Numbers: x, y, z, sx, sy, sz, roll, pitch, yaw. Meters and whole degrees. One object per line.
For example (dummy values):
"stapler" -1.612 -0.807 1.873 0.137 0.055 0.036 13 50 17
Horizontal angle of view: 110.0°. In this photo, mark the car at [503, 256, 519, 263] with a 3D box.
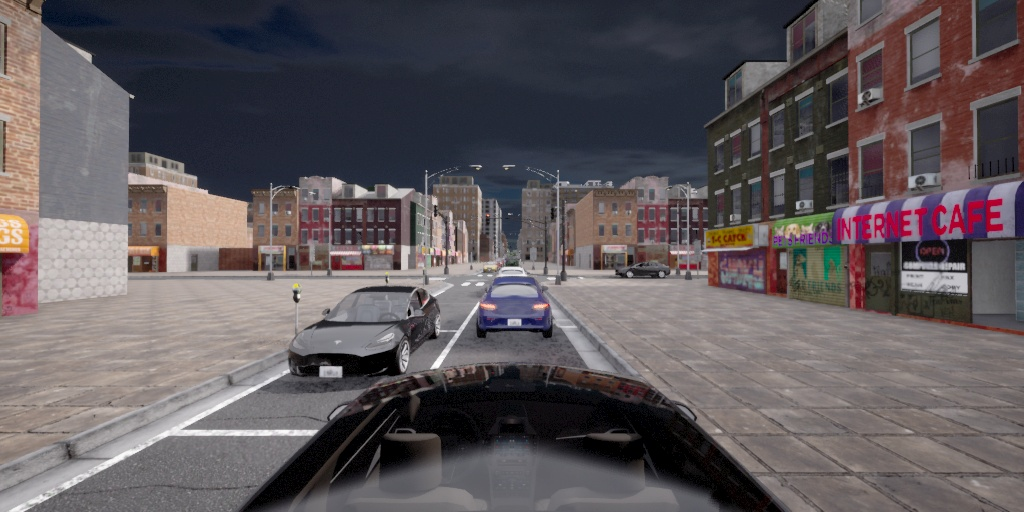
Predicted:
"car" 0.021 1.060 61.371 2.150 2.045 5.566 0 0 0

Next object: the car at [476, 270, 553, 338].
"car" 0.068 1.278 10.082 1.812 1.442 4.674 0 0 0

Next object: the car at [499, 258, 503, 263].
"car" -2.697 1.355 50.775 1.888 1.381 4.507 0 0 0

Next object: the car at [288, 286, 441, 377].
"car" -2.645 1.317 7.402 1.948 1.339 4.313 0 0 0

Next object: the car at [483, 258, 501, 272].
"car" -2.690 1.322 45.000 1.751 1.417 4.829 0 0 0

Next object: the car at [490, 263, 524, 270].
"car" -0.003 1.284 19.216 1.812 1.442 4.674 0 0 0

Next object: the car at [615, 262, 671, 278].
"car" 11.992 1.262 33.001 4.892 1.490 1.837 0 0 -2
